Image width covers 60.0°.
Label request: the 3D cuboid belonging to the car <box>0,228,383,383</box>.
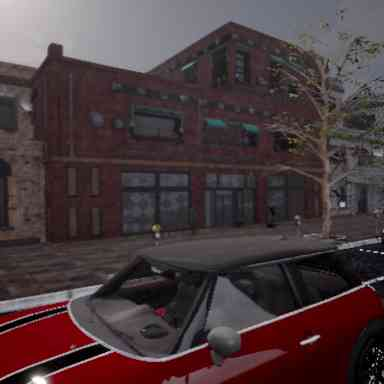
[{"bbox_3d":[0.015,1.349,3.387,4.553,1.767,2.097,0,0,-35],"label":"car"}]
